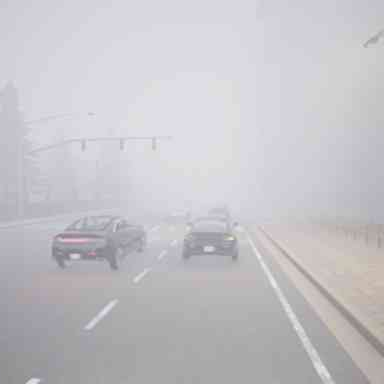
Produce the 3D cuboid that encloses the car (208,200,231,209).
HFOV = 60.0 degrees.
[{"bbox_3d":[2.353,1.671,28.943,1.812,1.442,4.674,0,-1,6],"label":"car"}]

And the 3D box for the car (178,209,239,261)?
[{"bbox_3d":[0.746,1.581,12.408,1.812,1.442,4.674,0,0,6],"label":"car"}]

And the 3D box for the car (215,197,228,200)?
[{"bbox_3d":[7.956,1.943,90.313,1.994,1.385,4.181,0,0,40],"label":"car"}]

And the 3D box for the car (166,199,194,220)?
[{"bbox_3d":[-1.138,1.655,29.279,1.812,1.442,4.674,0,0,6],"label":"car"}]

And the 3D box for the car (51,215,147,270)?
[{"bbox_3d":[-2.883,1.538,11.324,2.128,1.511,4.902,0,-1,6],"label":"car"}]

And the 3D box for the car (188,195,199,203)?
[{"bbox_3d":[0.278,1.686,76.322,2.097,1.767,4.553,0,0,13],"label":"car"}]
